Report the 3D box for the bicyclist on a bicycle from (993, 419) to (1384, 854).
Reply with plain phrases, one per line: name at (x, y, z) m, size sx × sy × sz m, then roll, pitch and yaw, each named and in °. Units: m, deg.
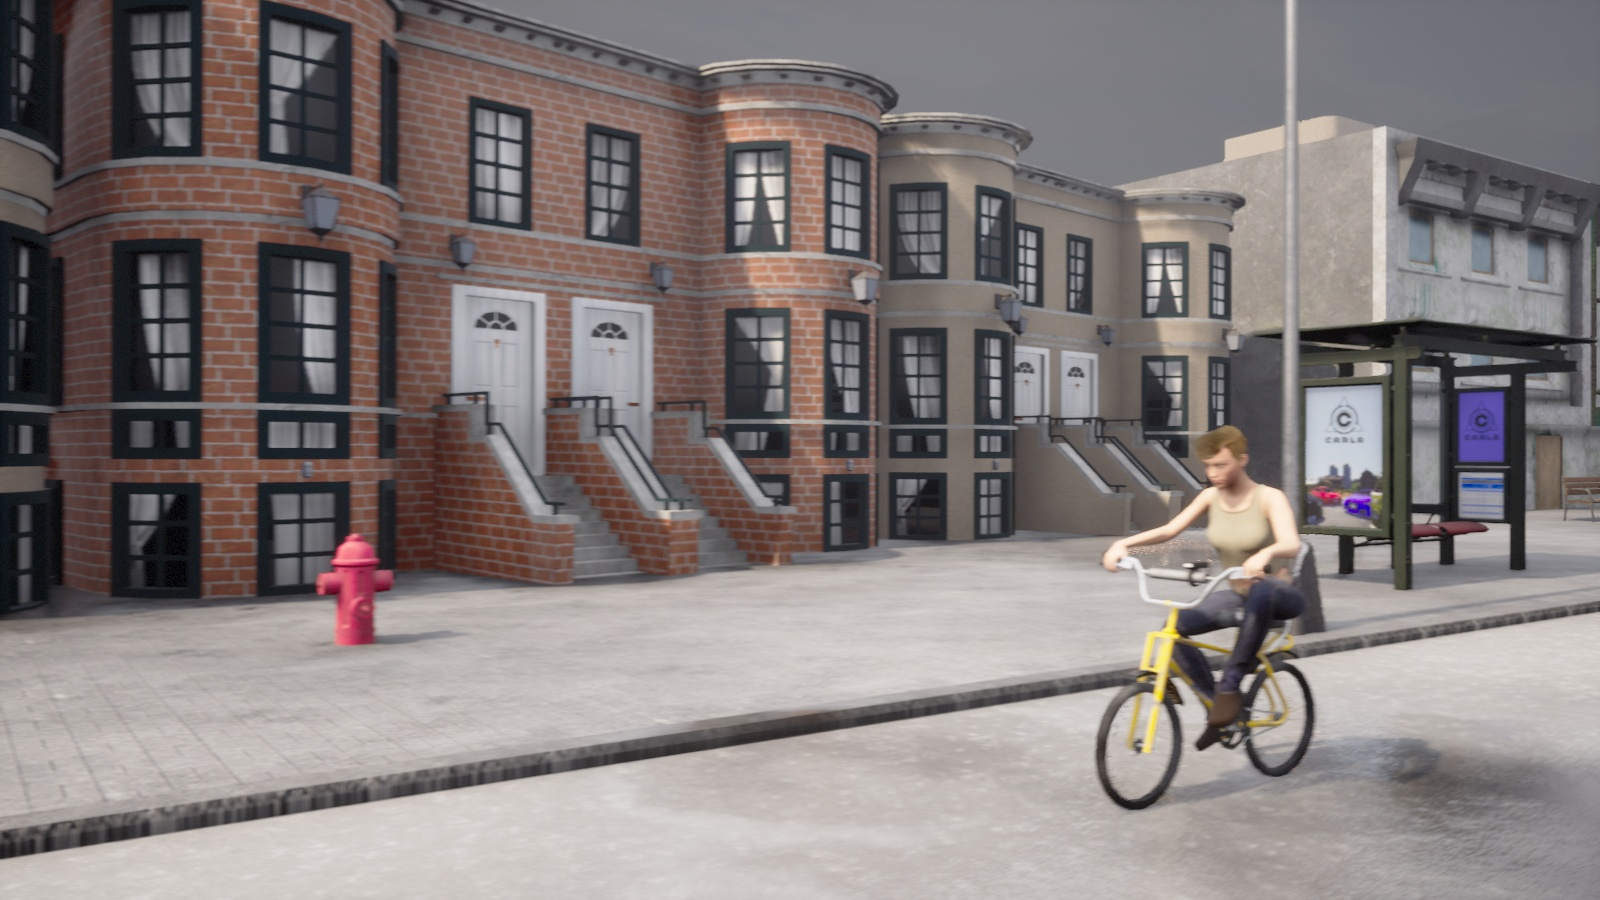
bicyclist on a bicycle at (1.694, 0.691, 5.442) m, size 1.509 × 1.612 × 0.866 m, roll 0°, pitch 0°, yaw -35°
